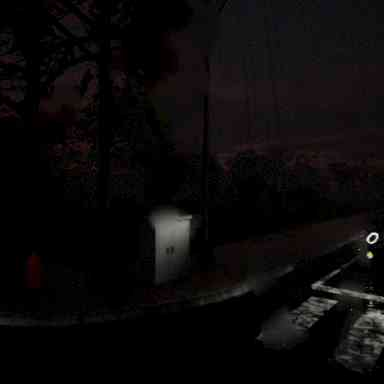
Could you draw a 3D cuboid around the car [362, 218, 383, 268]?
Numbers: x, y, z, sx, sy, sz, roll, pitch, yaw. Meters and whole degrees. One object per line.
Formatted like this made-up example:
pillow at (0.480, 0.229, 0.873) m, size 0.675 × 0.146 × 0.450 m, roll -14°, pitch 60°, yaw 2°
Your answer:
car at (6.704, 1.259, 10.042) m, size 2.097 × 1.767 × 4.553 m, roll 1°, pitch 1°, yaw 39°
